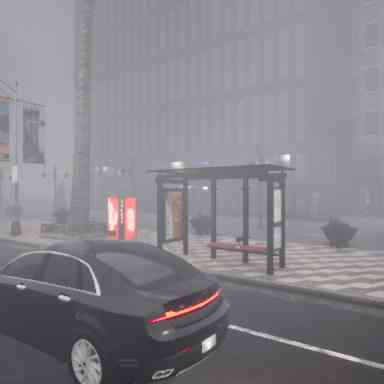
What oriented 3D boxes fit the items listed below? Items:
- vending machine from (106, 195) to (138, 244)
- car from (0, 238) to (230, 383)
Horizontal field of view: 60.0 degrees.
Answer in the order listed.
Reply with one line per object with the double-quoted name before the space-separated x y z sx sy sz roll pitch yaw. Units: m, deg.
"vending machine" -3.186 1.195 15.179 0.880 2.100 1.100 0 0 35
"car" -1.777 1.502 5.205 4.892 1.490 1.837 -1 0 36
